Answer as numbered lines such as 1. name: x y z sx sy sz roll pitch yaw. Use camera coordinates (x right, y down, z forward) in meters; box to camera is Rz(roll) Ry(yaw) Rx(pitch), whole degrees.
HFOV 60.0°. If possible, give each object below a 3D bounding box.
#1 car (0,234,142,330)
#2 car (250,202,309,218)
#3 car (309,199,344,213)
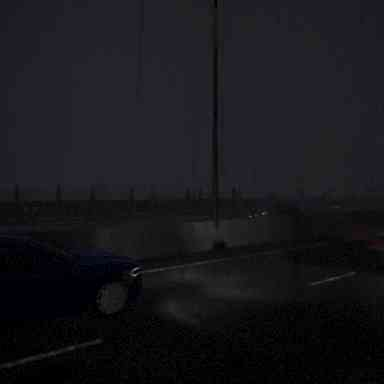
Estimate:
1. car: -3.280 1.478 5.706 5.008 1.535 1.882 0 0 -36
2. car: 6.606 1.530 25.900 4.892 1.490 1.837 0 0 -35
3. car: 14.450 1.555 35.778 4.892 1.490 1.837 1 0 -35
